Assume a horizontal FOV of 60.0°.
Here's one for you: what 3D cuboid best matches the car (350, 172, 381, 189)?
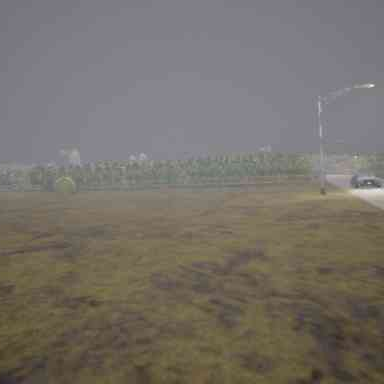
[{"bbox_3d":[15.224,-1.061,29.378,1.994,1.385,4.181,-3,3,18],"label":"car"}]
